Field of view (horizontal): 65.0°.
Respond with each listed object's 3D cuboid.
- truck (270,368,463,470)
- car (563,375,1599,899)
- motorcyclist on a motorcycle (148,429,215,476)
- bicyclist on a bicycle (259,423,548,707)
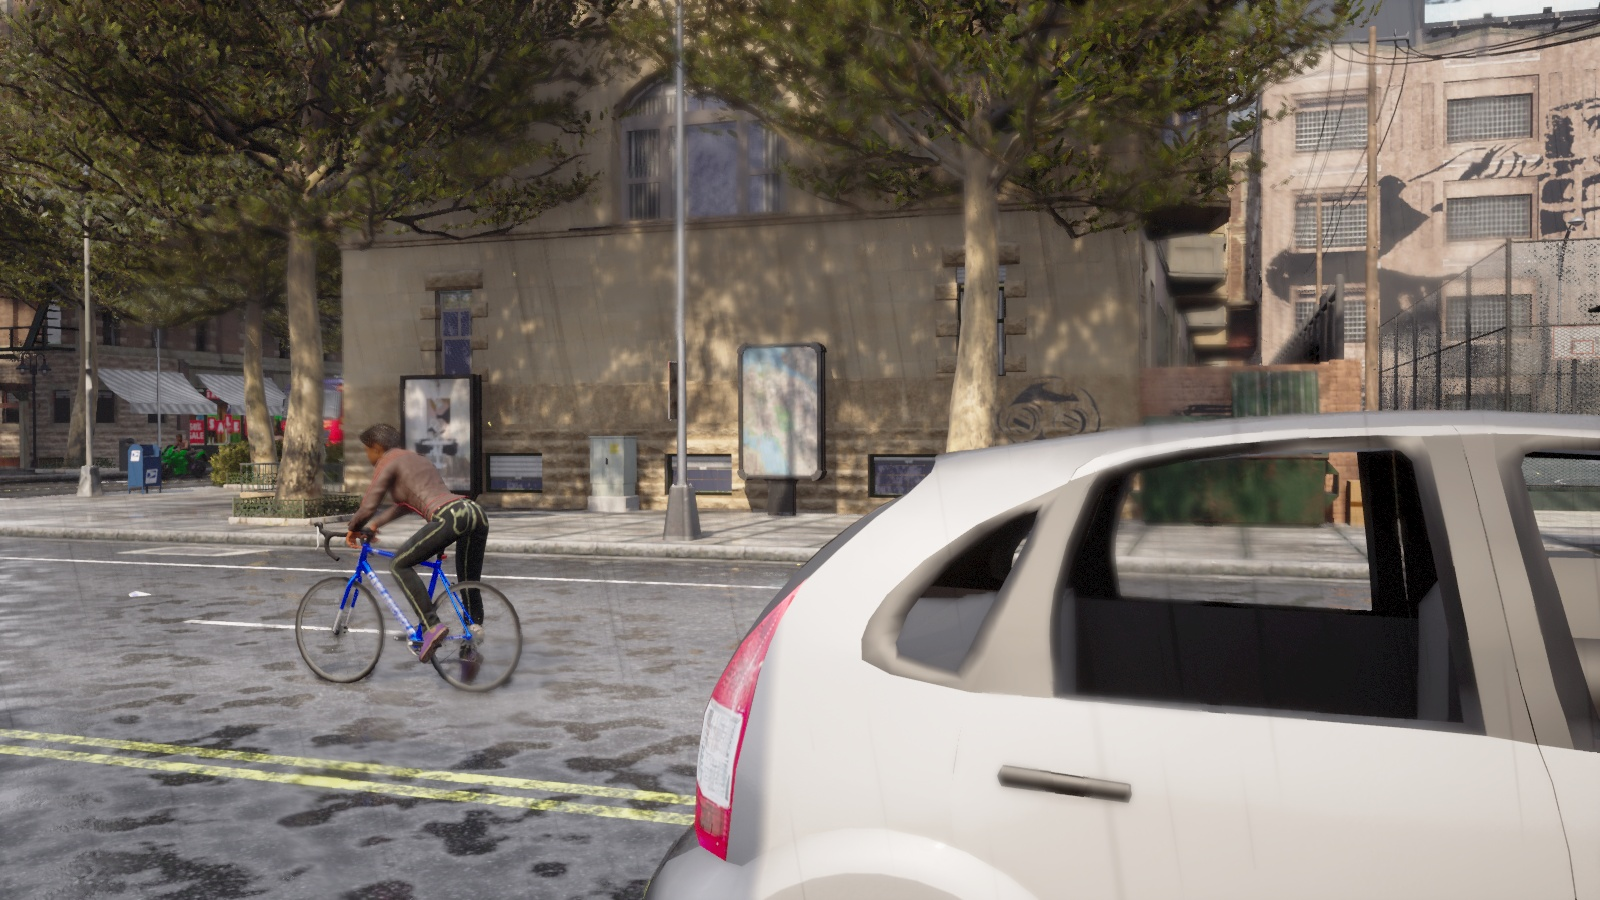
[{"bbox_3d":[-17.521,-1.230,51.577,2.891,3.827,8.468,1,1,19],"label":"truck"},{"bbox_3d":[1.739,0.690,2.607,3.988,1.617,1.851,1,1,19],"label":"car"},{"bbox_3d":[-20.733,0.056,42.158,0.797,1.523,2.044,1,1,19],"label":"motorcyclist on a motorcycle"},{"bbox_3d":[-2.426,0.647,7.694,1.656,1.620,0.582,0,1,19],"label":"bicyclist on a bicycle"}]
